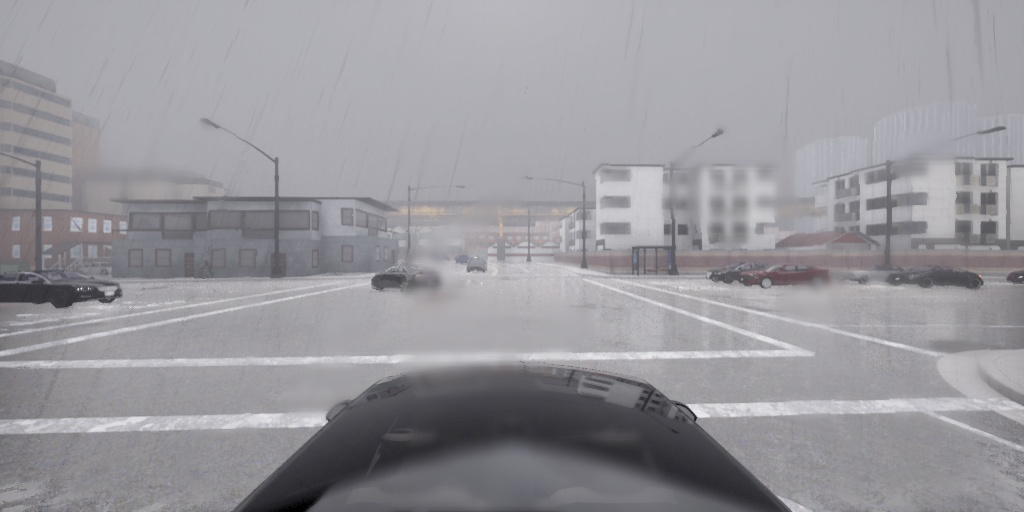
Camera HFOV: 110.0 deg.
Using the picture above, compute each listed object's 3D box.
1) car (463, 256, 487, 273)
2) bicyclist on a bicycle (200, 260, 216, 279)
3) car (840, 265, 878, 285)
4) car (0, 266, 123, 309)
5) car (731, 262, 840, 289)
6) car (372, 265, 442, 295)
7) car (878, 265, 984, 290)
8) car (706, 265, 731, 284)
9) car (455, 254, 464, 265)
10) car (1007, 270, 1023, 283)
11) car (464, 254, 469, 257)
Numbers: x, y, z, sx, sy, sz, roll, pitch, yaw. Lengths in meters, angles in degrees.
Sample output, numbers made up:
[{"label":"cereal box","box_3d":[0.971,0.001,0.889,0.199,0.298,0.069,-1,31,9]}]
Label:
[{"label":"car","box_3d":[-3.660,1.007,38.484,2.033,1.411,5.357,0,1,0]},{"label":"bicyclist on a bicycle","box_3d":[-26.405,1.207,31.139,0.582,1.620,1.656,-1,0,-1]},{"label":"car","box_3d":[25.883,1.324,25.560,4.718,1.301,1.895,0,0,2]},{"label":"car","box_3d":[-19.168,1.326,14.834,4.902,1.511,2.128,-1,0,-1]},{"label":"car","box_3d":[16.860,1.202,22.318,5.008,1.535,1.882,0,0,1]},{"label":"car","box_3d":[-6.017,1.246,20.192,4.902,1.511,2.128,0,0,40]},{"label":"car","box_3d":[25.849,1.293,22.033,4.181,1.385,1.994,0,0,3]},{"label":"car","box_3d":[16.619,1.210,25.821,4.902,1.511,2.128,0,0,1]},{"label":"car","box_3d":[-7.447,0.491,55.898,1.882,1.535,5.008,0,1,-23]},{"label":"car","box_3d":[37.522,1.294,24.841,4.181,1.385,1.994,0,0,6]},{"label":"car","box_3d":[-4.871,0.804,47.639,1.994,1.385,4.181,0,2,-13]}]
